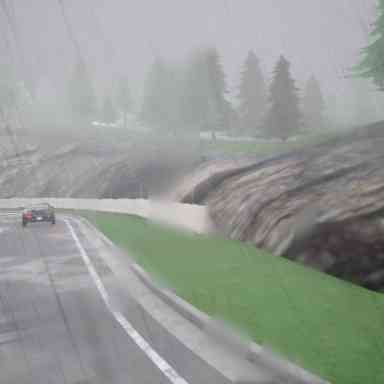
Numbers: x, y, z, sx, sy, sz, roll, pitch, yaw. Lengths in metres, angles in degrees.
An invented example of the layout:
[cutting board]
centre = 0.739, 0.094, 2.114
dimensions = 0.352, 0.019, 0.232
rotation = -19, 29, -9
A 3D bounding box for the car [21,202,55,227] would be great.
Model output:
[car]
centre = -10.168, 1.381, 21.986
dimensions = 1.812, 1.442, 4.674
rotation = -2, 1, -26
